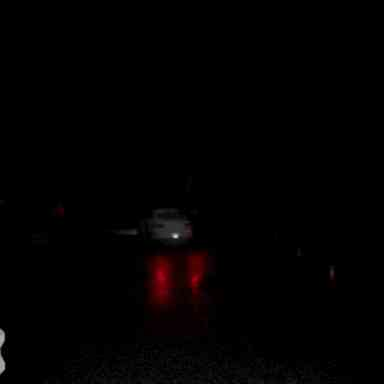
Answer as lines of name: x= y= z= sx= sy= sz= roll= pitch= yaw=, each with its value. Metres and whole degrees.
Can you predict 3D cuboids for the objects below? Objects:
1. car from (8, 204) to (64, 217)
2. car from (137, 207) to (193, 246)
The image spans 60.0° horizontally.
car: x=-12.063 y=1.134 z=25.426 sx=4.553 sy=1.767 sz=2.097 roll=1 pitch=5 yaw=27
car: x=-1.265 y=1.393 z=14.633 sx=1.812 sy=1.442 sz=4.674 roll=-1 pitch=1 yaw=-16
